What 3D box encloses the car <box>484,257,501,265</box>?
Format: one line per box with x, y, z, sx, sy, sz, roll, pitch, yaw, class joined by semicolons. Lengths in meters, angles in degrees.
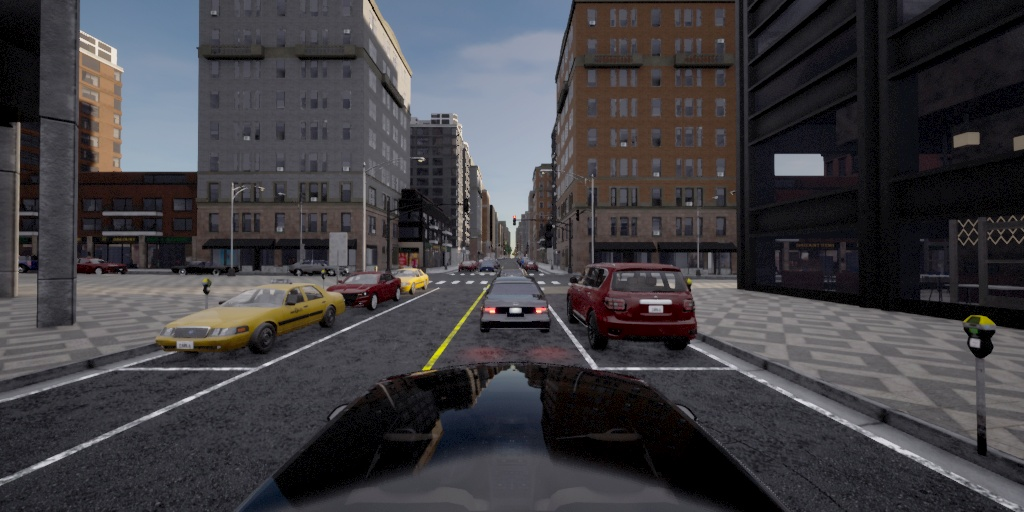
-3.232;1.327;56.575;1.994;1.385;4.181;0;0;0;car

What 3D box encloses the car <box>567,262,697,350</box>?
2.649;1.066;9.025;2.192;1.841;5.009;0;0;0;car

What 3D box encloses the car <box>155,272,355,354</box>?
-5.876;1.277;8.840;1.751;1.417;4.829;0;0;0;car

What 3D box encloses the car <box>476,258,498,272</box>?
-3.246;1.308;46.719;2.033;1.411;5.357;0;0;-4;car

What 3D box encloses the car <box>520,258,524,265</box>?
2.529;1.344;52.967;1.802;1.307;4.207;0;0;0;car

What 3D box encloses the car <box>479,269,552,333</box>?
0.067;1.299;10.757;2.033;1.411;5.357;0;0;0;car

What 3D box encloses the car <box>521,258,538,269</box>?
2.545;1.342;47.293;1.802;1.307;4.207;0;0;0;car

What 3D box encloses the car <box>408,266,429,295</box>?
-5.907;1.279;20.090;1.751;1.417;4.829;0;0;0;car

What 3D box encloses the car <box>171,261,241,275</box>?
-26.739;1.113;31.444;4.718;1.301;1.895;1;-1;0;car

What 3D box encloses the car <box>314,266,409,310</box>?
-5.892;1.298;14.635;1.888;1.381;4.507;0;0;0;car

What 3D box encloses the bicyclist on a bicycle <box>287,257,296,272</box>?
-23.111;0.909;37.673;0.582;1.620;1.656;0;0;0;bicyclist on a bicycle

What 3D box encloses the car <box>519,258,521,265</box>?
2.513;1.346;58.640;1.802;1.307;4.207;0;0;0;car

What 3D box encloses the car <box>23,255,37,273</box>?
-47.615;0.705;34.657;4.553;1.767;2.097;1;-1;1;car

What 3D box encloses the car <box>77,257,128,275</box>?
-36.833;0.898;31.487;5.008;1.535;1.882;1;-1;0;car

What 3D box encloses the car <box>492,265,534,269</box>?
0.019;1.355;20.483;1.895;1.301;4.718;0;0;0;car

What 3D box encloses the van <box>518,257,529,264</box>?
2.498;1.107;64.314;1.690;1.789;3.998;0;0;0;van

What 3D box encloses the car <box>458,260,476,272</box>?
-5.982;1.306;47.279;1.888;1.381;4.507;0;0;0;car

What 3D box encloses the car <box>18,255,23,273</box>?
-46.942;0.832;31.555;4.892;1.490;1.837;1;-1;1;car

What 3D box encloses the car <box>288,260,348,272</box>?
-16.841;1.092;31.411;4.902;1.511;2.128;1;-1;0;car
